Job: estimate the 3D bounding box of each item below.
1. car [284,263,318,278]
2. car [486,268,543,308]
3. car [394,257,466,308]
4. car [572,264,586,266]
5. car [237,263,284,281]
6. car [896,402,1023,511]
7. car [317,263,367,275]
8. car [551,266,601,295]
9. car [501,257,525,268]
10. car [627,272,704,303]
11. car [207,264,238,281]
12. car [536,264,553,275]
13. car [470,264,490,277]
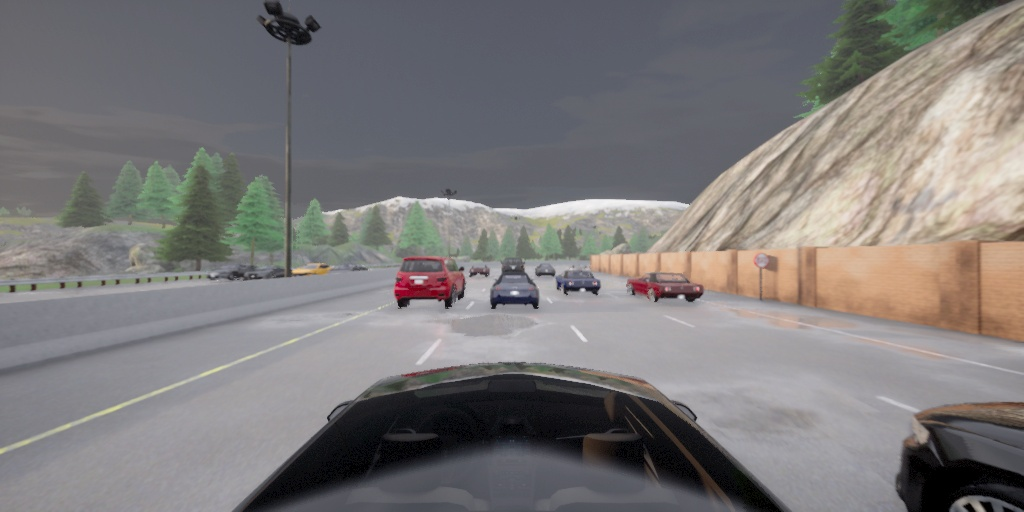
[{"bbox_3d":[-17.588,1.390,31.909,1.882,1.535,5.008,0,0,0],"label":"car"},{"bbox_3d":[0.103,1.389,15.690,1.994,1.385,4.181,0,0,0],"label":"car"},{"bbox_3d":[-3.397,1.047,15.755,2.150,2.045,5.566,0,0,0],"label":"car"},{"bbox_3d":[7.106,1.549,38.858,1.895,1.301,4.718,0,0,0],"label":"car"},{"bbox_3d":[-21.089,1.473,31.172,1.994,1.385,4.181,0,0,0],"label":"car"},{"bbox_3d":[3.599,1.236,0.446,2.128,1.511,4.902,0,0,0],"label":"car"},{"bbox_3d":[-14.090,1.397,30.680,2.128,1.511,4.902,0,0,0],"label":"car"},{"bbox_3d":[3.604,1.451,20.484,1.895,1.301,4.718,0,0,0],"label":"car"},{"bbox_3d":[0.108,1.148,34.696,2.150,2.045,5.566,0,0,0],"label":"car"},{"bbox_3d":[7.104,1.434,17.259,1.895,1.301,4.718,0,0,0],"label":"car"},{"bbox_3d":[-24.587,1.405,31.964,2.128,1.511,4.902,0,0,0],"label":"car"},{"bbox_3d":[3.607,1.515,39.379,1.994,1.385,4.181,0,0,0],"label":"car"},{"bbox_3d":[-3.392,1.549,38.643,1.895,1.301,4.718,0,0,0],"label":"car"}]
